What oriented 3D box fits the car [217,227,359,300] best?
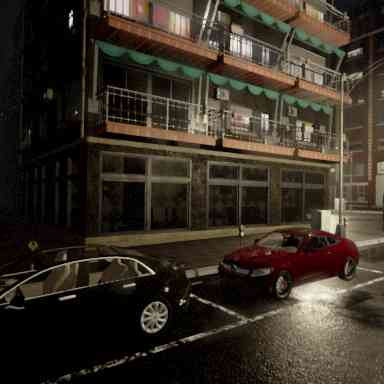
[{"bbox_3d":[2.567,1.584,8.344,4.206,1.307,1.802,0,1,-36],"label":"car"}]

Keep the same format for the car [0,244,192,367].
[{"bbox_3d":[-2.057,1.551,5.036,4.403,1.369,2.008,0,1,-36],"label":"car"}]
